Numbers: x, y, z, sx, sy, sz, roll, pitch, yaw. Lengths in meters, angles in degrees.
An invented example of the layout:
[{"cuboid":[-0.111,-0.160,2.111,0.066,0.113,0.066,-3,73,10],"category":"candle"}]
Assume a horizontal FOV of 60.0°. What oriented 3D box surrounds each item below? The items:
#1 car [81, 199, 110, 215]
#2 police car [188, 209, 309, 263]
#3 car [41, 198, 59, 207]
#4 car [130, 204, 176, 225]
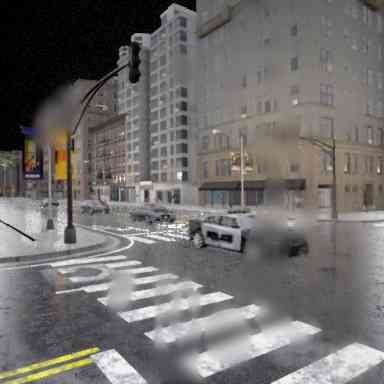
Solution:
[{"cuboid":[-10.140,1.542,34.757,1.837,1.490,4.892,-1,0,-35],"category":"car"},{"cuboid":[1.896,1.476,12.602,1.930,1.638,5.238,-1,0,-36],"category":"police car"},{"cuboid":[-21.902,1.625,51.311,1.994,1.385,4.181,-1,0,-35],"category":"car"},{"cuboid":[-2.994,1.592,24.773,1.994,1.385,4.181,-1,0,-36],"category":"car"}]
